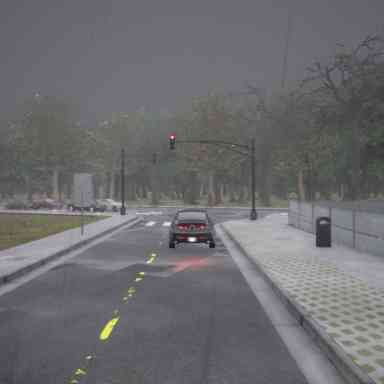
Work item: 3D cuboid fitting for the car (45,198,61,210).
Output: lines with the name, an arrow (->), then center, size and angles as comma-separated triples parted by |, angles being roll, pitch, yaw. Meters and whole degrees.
car -> -19.169, 1.547, 43.816 | 4.674, 1.442, 1.812 | 0, 0, 24

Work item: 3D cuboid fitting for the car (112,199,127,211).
car -> -9.951, 1.535, 39.838 | 4.674, 1.442, 1.812 | 0, 0, 25

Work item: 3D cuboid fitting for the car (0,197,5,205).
car -> -35.315, 1.553, 58.033 | 4.902, 1.511, 2.128 | 0, 0, 24

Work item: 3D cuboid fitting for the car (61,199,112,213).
car -> -11.742, 1.503, 37.068 | 4.892, 1.490, 1.837 | 0, 0, 23

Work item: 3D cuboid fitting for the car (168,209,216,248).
car -> 0.008, 1.507, 14.713 | 1.837, 1.490, 4.892 | 0, 0, 0

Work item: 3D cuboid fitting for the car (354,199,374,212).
car -> 16.223, 1.465, 32.251 | 4.902, 1.511, 2.128 | 0, 0, 22

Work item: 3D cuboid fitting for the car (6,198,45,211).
car -> -20.781, 1.574, 40.977 | 4.181, 1.385, 1.994 | 0, 0, 23

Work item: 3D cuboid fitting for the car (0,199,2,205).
car -> -30.690, 1.512, 48.816 | 5.008, 1.535, 1.882 | 0, 0, 23
